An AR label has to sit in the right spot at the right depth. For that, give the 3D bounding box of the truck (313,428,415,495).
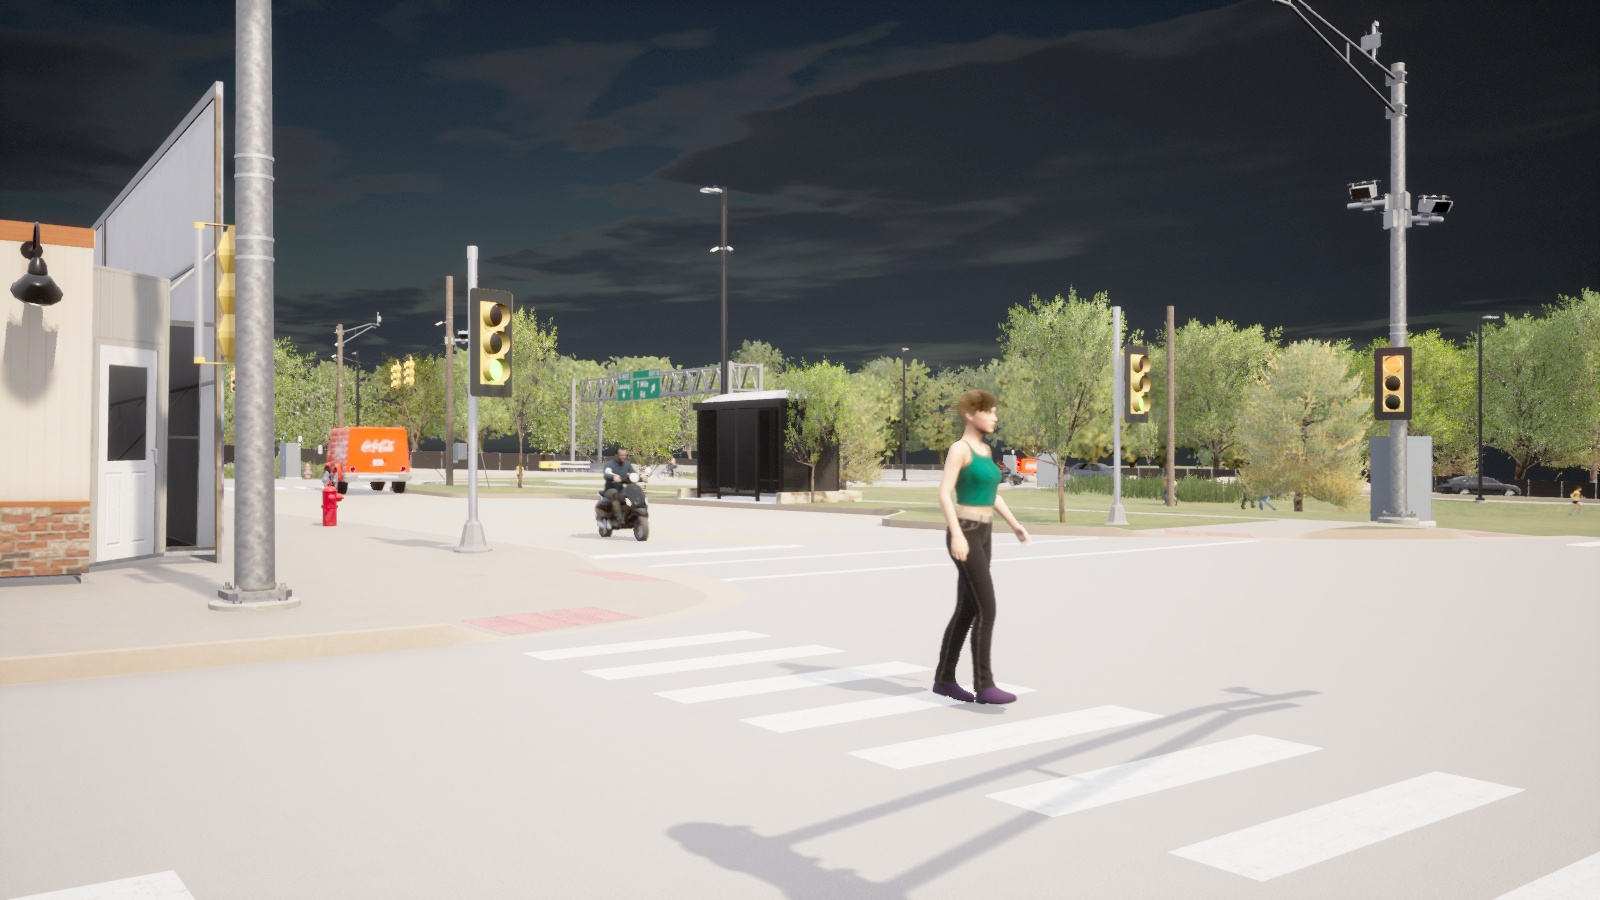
[{"bbox_3d":[-16.943,0.460,48.639,2.627,2.467,5.204,0,-1,-32],"label":"truck"}]

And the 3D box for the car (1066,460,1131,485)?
[{"bbox_3d":[20.650,1.569,86.948,3.988,1.617,1.851,1,-1,41],"label":"car"}]

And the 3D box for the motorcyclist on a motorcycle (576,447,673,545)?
[{"bbox_3d":[-3.015,0.757,21.439,0.866,1.590,1.817,0,0,-36],"label":"motorcyclist on a motorcycle"}]

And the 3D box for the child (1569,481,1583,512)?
[{"bbox_3d":[28.029,1.674,45.346,0.394,1.110,0.255,0,0,43],"label":"child"}]

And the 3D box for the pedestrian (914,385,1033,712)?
[{"bbox_3d":[1.017,0.553,7.358,0.594,1.836,0.345,0,0,32],"label":"pedestrian"}]

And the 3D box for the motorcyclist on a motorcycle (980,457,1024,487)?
[{"bbox_3d":[11.730,1.283,72.899,2.350,1.649,0.766,1,1,-3],"label":"motorcyclist on a motorcycle"}]

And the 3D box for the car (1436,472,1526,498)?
[{"bbox_3d":[44.513,2.267,82.140,4.892,1.490,1.837,2,-1,2],"label":"car"}]
